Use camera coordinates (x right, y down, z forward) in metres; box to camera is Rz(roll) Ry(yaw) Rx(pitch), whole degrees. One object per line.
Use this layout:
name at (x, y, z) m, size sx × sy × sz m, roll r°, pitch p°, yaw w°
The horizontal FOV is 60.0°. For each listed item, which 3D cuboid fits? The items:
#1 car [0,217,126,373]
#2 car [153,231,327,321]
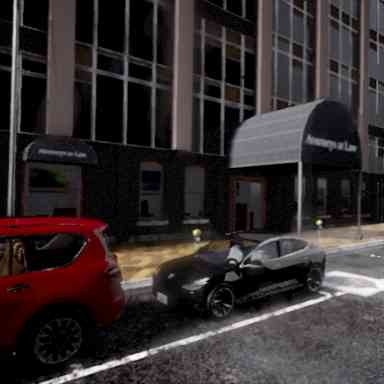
car at (-3.298, 1.314, 4.144) m, size 5.009 × 1.841 × 2.192 m, roll 0°, pitch 1°, yaw -36°
car at (1.235, 1.592, 7.387) m, size 4.313 × 1.339 × 1.947 m, roll 0°, pitch 1°, yaw -36°
